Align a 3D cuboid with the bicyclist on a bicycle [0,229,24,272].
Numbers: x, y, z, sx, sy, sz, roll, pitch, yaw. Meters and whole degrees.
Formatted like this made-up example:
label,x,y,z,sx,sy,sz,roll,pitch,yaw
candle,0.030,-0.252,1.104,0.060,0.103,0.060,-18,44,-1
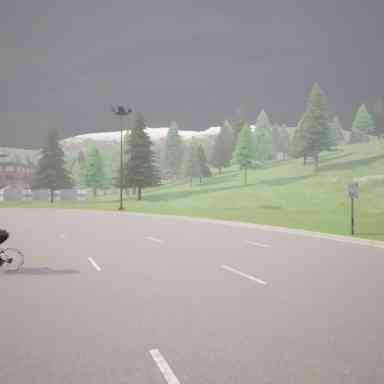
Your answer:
label,x,y,z,sx,sy,sz,roll,pitch,yaw
bicyclist on a bicycle,-5.519,1.455,9.049,1.656,1.620,0.582,-2,1,-25
